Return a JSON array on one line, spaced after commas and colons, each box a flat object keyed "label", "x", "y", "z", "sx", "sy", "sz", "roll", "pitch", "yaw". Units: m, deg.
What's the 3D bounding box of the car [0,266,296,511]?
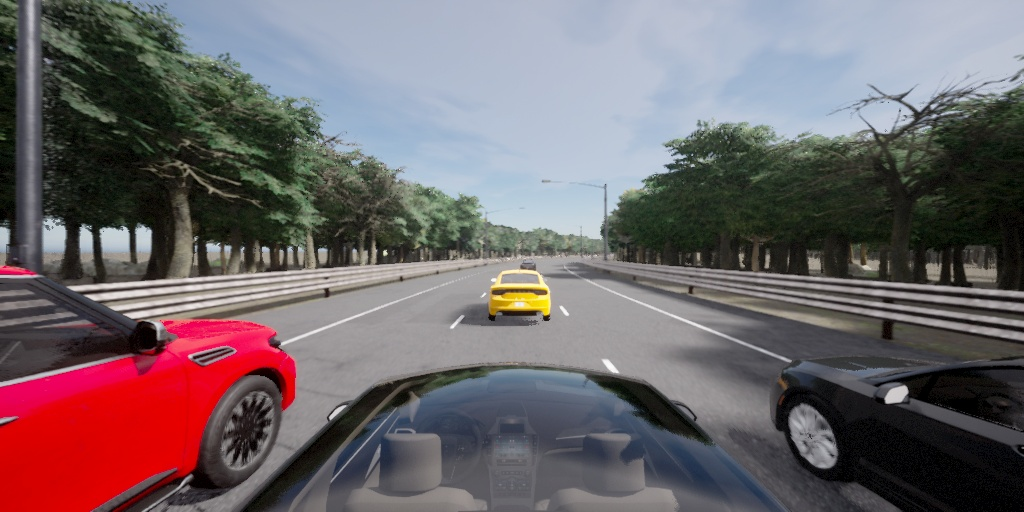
[{"label": "car", "x": -3.385, "y": 0.968, "z": 1.449, "sx": 2.150, "sy": 2.045, "sz": 5.566, "roll": 0, "pitch": 0, "yaw": 0}]

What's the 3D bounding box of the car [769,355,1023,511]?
[{"label": "car", "x": 3.629, "y": 1.258, "z": 1.794, "sx": 1.837, "sy": 1.490, "sz": 4.892, "roll": 0, "pitch": 0, "yaw": 0}]

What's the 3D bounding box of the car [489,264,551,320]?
[{"label": "car", "x": 0.269, "y": 1.222, "z": 12.674, "sx": 1.882, "sy": 1.535, "sz": 5.008, "roll": 0, "pitch": 0, "yaw": 1}]

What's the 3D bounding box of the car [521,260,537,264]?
[{"label": "car", "x": 2.036, "y": 1.188, "z": 44.141, "sx": 2.128, "sy": 1.511, "sz": 4.902, "roll": 0, "pitch": 0, "yaw": 5}]
